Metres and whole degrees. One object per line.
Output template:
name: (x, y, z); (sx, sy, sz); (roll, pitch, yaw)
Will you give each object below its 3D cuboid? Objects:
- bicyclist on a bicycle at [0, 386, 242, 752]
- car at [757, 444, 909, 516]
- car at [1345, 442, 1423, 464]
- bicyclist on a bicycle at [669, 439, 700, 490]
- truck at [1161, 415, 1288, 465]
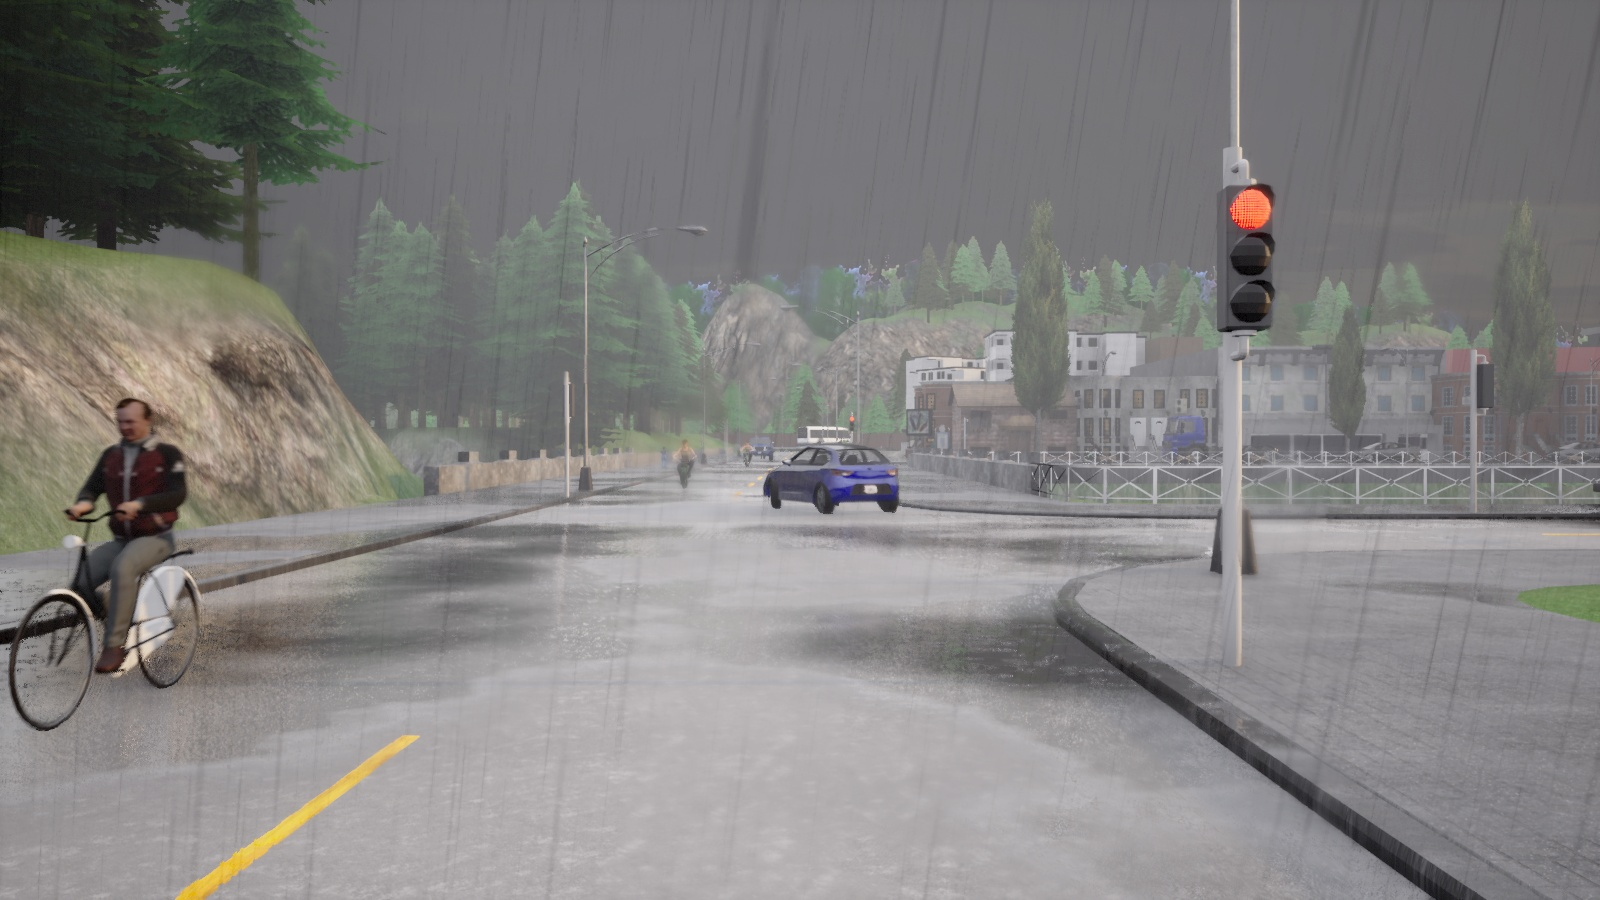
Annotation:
bicyclist on a bicycle: (-3.882, 0.574, 7.015); (0.659, 1.776, 1.843); (0, 0, 2)
car: (0.632, 0.603, 27.945); (1.816, 1.474, 4.193); (0, 0, -23)
car: (40.847, 0.231, 87.878); (4.514, 1.525, 2.007); (0, 0, 0)
bicyclist on a bicycle: (-3.757, 0.449, 40.971); (0.866, 1.612, 1.509); (0, 1, 0)
truck: (29.648, -0.708, 87.929); (7.936, 3.462, 2.891); (0, 0, 0)
